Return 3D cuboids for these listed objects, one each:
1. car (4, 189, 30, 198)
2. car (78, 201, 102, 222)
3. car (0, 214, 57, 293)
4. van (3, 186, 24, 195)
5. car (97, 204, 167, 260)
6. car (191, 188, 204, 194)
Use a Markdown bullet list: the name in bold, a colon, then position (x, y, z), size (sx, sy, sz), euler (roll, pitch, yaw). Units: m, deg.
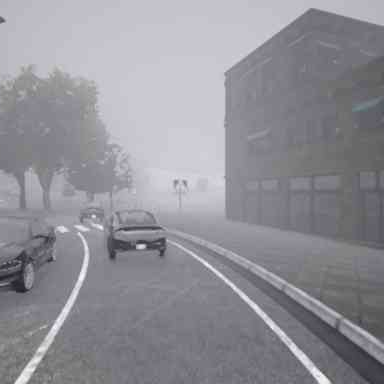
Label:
- **car**: position (-42.074, 0.633, 80.889), size (2.097, 1.535, 5.008), euler (5, 3, 30)
- **car**: position (-7.752, 1.511, 26.027), size (1.837, 1.490, 4.892), euler (-1, 0, -18)
- **car**: position (-4.813, 1.403, 8.641), size (1.882, 1.535, 5.008), euler (0, 0, -13)
- **van**: position (-43.917, 0.193, 83.281), size (1.878, 1.987, 4.442), euler (5, 3, 30)
- **car**: position (-2.215, 1.400, 12.145), size (2.128, 1.511, 4.902), euler (0, 0, -17)
- **car**: position (0.274, -0.085, 95.600), size (4.792, 1.488, 2.163), euler (-3, 3, 11)
